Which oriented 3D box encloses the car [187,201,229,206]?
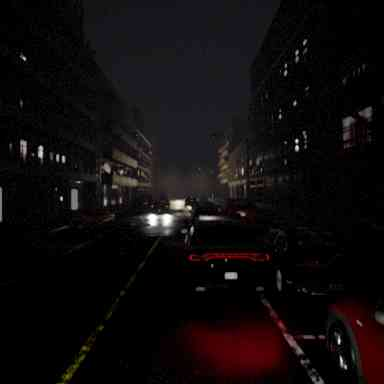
[{"bbox_3d":[0.783,1.463,18.851,1.812,1.442,4.674,0,0,0],"label":"car"}]

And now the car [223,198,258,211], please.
[{"bbox_3d":[2.640,1.250,19.636,2.192,1.841,5.009,0,0,0],"label":"car"}]

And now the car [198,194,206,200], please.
[{"bbox_3d":[2.473,1.257,81.637,1.887,1.381,4.507,0,0,0],"label":"car"}]

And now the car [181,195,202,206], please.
[{"bbox_3d":[-0.114,1.393,45.138,2.033,1.411,5.357,0,0,0],"label":"car"}]

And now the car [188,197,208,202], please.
[{"bbox_3d":[0.833,1.395,24.856,1.882,1.535,5.008,0,0,0],"label":"car"}]

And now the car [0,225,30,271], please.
[{"bbox_3d":[-5.712,1.538,8.345,1.947,1.339,4.313,0,0,0],"label":"car"}]

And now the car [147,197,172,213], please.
[{"bbox_3d":[-3.193,1.483,34.780,1.895,1.301,4.718,0,0,0],"label":"car"}]

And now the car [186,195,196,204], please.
[{"bbox_3d":[-0.159,1.320,59.401,1.812,1.442,4.674,0,0,0],"label":"car"}]

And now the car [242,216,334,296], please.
[{"bbox_3d":[2.669,1.523,8.364,2.008,1.369,4.403,0,0,0],"label":"car"}]

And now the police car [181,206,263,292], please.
[{"bbox_3d":[0.731,1.396,8.962,1.930,1.638,5.238,0,0,0],"label":"police car"}]

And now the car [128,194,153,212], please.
[{"bbox_3d":[-5.787,1.316,36.528,1.967,1.590,4.097,0,0,0],"label":"car"}]

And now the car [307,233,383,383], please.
[{"bbox_3d":[2.684,1.431,2.728,1.967,1.590,4.097,0,0,0],"label":"car"}]

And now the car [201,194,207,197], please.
[{"bbox_3d":[2.503,1.279,70.534,1.752,1.417,4.829,0,0,0],"label":"car"}]

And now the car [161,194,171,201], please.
[{"bbox_3d":[-5.892,1.174,75.981,1.967,1.590,4.097,0,0,0],"label":"car"}]

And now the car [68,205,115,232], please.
[{"bbox_3d":[-5.741,1.461,19.448,1.752,1.417,4.829,0,0,0],"label":"car"}]

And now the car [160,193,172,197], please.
[{"bbox_3d":[-5.876,1.069,70.345,2.192,1.841,5.009,0,0,0],"label":"car"}]

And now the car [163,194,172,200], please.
[{"bbox_3d":[-5.907,1.258,81.619,1.887,1.381,4.507,0,0,0],"label":"car"}]

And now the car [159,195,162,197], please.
[{"bbox_3d":[-5.818,1.418,47.801,1.802,1.307,4.206,0,0,0],"label":"car"}]
